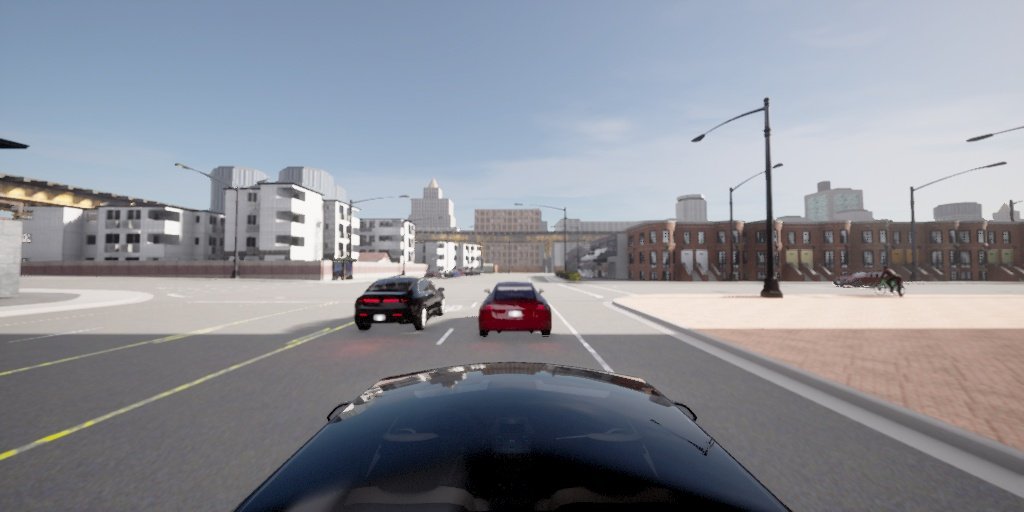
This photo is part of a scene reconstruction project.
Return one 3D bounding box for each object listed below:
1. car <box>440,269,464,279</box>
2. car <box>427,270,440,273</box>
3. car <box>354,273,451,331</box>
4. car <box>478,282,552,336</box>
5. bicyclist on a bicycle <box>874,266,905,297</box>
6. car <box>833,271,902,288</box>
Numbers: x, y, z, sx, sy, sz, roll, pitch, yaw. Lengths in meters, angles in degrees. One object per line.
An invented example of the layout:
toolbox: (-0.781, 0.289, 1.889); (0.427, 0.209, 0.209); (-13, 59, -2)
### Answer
car: (-9.529, 2.933, 57.198); (1.895, 1.301, 4.718); (0, -2, 4)
car: (-12.923, 2.963, 59.149); (1.994, 1.385, 4.181); (0, -2, 4)
car: (-3.425, 1.427, 11.737); (1.837, 1.490, 4.892); (0, -2, 0)
car: (0.076, 1.473, 11.015); (1.994, 1.385, 4.181); (0, -1, 0)
bicyclist on a bicycle: (20.396, 1.369, 19.415); (0.582, 1.620, 1.656); (0, -2, 1)
car: (29.839, 1.950, 30.147); (4.674, 1.442, 1.812); (0, -2, 1)
